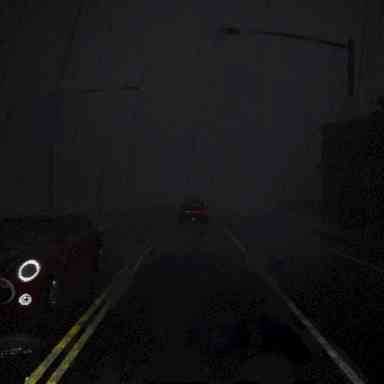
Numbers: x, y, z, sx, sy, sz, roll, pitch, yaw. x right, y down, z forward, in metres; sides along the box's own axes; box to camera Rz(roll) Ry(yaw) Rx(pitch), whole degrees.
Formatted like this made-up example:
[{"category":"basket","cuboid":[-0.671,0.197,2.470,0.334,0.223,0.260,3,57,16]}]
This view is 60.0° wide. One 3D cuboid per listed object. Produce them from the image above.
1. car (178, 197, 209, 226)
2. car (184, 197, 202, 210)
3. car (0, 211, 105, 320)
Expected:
[{"category":"car","cuboid":[0.100,1.353,21.842,2.128,1.511,4.902,0,0,0]},{"category":"car","cuboid":[0.098,1.332,39.535,1.994,1.385,4.181,0,0,0]},{"category":"car","cuboid":[-3.520,1.303,7.488,2.097,1.767,4.553,0,0,0]}]
